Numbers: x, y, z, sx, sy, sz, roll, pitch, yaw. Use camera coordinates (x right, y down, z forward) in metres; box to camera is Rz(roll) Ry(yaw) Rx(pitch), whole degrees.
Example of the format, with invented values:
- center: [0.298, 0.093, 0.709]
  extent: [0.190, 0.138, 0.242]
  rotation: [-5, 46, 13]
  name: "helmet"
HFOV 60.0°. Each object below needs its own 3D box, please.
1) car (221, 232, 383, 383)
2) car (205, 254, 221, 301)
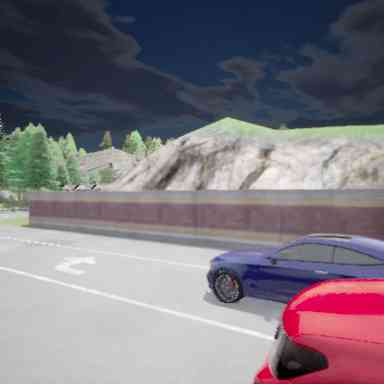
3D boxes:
- center: [3.132, 1.212, 1.761]
  extent: [5.566, 2.045, 2.150]
  rotation: [0, 0, 36]
  name: "car"
- center: [2.474, 1.537, 6.529]
  extent: [4.674, 1.442, 1.812]
  rotation: [0, 0, 36]
  name: "car"
